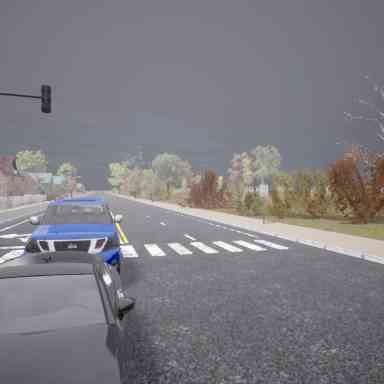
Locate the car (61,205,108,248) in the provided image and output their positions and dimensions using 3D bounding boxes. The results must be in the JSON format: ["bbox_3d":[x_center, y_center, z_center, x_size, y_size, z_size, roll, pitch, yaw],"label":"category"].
[{"bbox_3d":[-5.052,1.499,15.999,1.837,1.490,4.892,0,0,-16],"label":"car"}]

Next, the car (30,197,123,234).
[{"bbox_3d":[-3.363,1.218,9.936,2.150,2.045,5.566,0,0,-16],"label":"car"}]

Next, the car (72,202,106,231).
[{"bbox_3d":[-6.650,1.468,21.737,1.882,1.535,5.008,0,0,-16],"label":"car"}]

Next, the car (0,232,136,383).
[{"bbox_3d":[-1.693,1.524,3.855,1.812,1.442,4.674,0,0,-13],"label":"car"}]

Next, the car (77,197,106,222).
[{"bbox_3d":[-8.239,1.338,27.462,2.097,1.767,4.553,0,0,-16],"label":"car"}]
